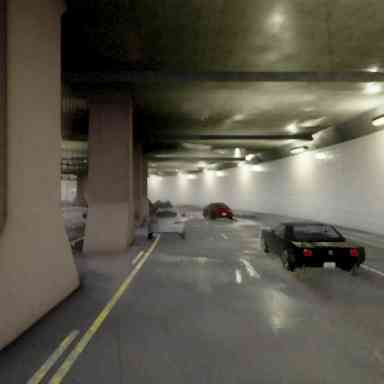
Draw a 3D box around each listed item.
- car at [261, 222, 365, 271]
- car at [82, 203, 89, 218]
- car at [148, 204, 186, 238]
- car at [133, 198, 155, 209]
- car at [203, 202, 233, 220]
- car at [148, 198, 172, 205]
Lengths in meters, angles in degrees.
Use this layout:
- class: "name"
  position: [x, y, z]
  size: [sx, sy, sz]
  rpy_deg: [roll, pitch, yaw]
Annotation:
- class: "car"
  position: [3.592, 1.631, 10.924]
  size: [1.895, 1.301, 4.718]
  rpy_deg: [0, 0, 0]
- class: "car"
  position: [-9.058, 1.686, 31.051]
  size: [1.895, 1.301, 4.718]
  rpy_deg: [0, 0, -12]
- class: "car"
  position: [-1.324, 1.575, 17.769]
  size: [1.812, 1.442, 4.674]
  rpy_deg: [0, 0, -3]
- class: "car"
  position: [-7.240, 1.640, 49.294]
  size: [1.837, 1.490, 4.892]
  rpy_deg: [0, 0, -26]
- class: "car"
  position: [2.183, 1.604, 28.571]
  size: [1.812, 1.442, 4.674]
  rpy_deg: [0, 0, -9]
- class: "car"
  position: [-3.393, 1.595, 37.931]
  size: [2.128, 1.511, 4.902]
  rpy_deg: [0, 0, -16]
